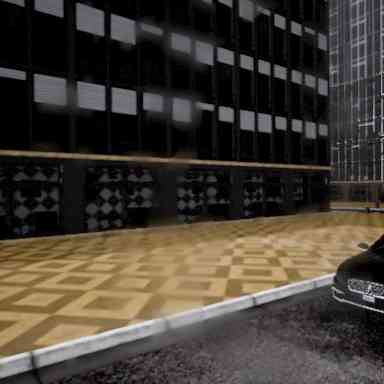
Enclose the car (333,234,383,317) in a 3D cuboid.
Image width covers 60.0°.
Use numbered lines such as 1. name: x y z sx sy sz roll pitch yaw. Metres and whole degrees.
1. car: 4.860 1.480 6.842 4.892 1.490 1.837 0 0 -35
